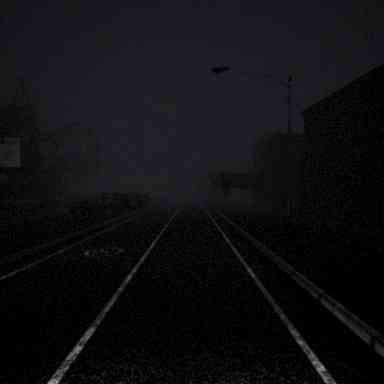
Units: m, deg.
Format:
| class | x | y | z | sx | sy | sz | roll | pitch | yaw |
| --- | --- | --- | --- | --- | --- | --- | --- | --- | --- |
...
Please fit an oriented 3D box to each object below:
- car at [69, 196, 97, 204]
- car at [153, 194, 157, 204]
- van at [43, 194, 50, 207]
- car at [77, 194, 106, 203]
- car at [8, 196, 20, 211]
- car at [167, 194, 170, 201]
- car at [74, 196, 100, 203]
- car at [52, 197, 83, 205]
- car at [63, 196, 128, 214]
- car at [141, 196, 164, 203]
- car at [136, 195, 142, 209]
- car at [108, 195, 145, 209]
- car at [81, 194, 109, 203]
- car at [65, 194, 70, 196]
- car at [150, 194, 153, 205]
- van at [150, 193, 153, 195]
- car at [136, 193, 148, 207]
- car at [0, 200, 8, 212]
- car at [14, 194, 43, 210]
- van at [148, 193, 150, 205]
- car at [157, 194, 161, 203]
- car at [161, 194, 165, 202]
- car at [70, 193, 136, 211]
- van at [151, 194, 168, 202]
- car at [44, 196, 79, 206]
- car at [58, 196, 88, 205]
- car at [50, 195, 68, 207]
| class | x | y | z | sx | sy | sz | roll | pitch | yaw |
| --- | --- | --- | --- | --- | --- | --- | --- | --- | --- |
| car | -21.964 | 1.581 | 67.055 | 5.008 | 1.535 | 2.097 | 0 | 0 | 0 |
| car | -8.866 | 1.501 | 56.052 | 5.008 | 1.535 | 2.097 | 0 | 0 | 0 |
| van | -22.053 | 1.201 | 44.773 | 4.442 | 1.987 | 1.878 | 0 | 0 | 0 |
| car | -21.949 | 1.379 | 72.625 | 5.566 | 2.045 | 2.435 | 0 | -1 | 0 |
| car | -21.937 | 1.427 | 36.423 | 4.674 | 1.452 | 2.002 | 0 | 0 | 0 |
| car | -8.917 | 1.770 | 86.884 | 5.008 | 1.535 | 2.097 | 0 | -1 | 0 |
| car | -21.971 | 1.644 | 69.715 | 4.674 | 1.452 | 2.002 | 0 | 0 | 0 |
| car | -21.926 | 1.549 | 58.700 | 4.792 | 1.488 | 2.163 | 0 | 0 | 0 |
| car | -8.850 | 1.377 | 30.827 | 4.892 | 1.521 | 2.231 | 0 | 0 | 0 |
| car | -8.933 | 1.689 | 75.671 | 4.792 | 1.488 | 2.163 | 0 | -1 | 0 |
| car | -8.861 | 1.397 | 39.232 | 4.892 | 1.521 | 2.231 | 0 | 0 | 0 |
| car | -8.826 | 1.301 | 44.839 | 4.553 | 1.767 | 2.185 | 0 | 0 | 0 |
| car | -21.954 | 1.405 | 75.287 | 5.566 | 2.045 | 2.435 | 0 | -1 | 0 |
| car | -21.761 | 1.479 | 53.129 | 5.366 | 1.575 | 1.946 | 0 | 0 | 0 |
| car | -8.857 | 1.465 | 50.446 | 4.892 | 1.521 | 2.231 | 0 | 0 | 0 |
| van | -8.983 | 1.256 | 53.250 | 4.442 | 1.987 | 1.878 | 0 | 0 | 0 |
| car | -8.884 | 1.160 | 42.039 | 5.566 | 2.045 | 2.435 | 0 | 0 | 0 |
| car | -21.940 | 1.379 | 33.636 | 5.008 | 1.535 | 2.097 | 0 | 0 | 0 |
| car | -21.905 | 1.286 | 41.992 | 4.553 | 1.767 | 2.185 | 0 | 0 | 0 |
| van | -8.744 | 1.219 | 47.644 | 4.442 | 1.987 | 1.878 | 0 | 0 | 0 |
| car | -8.904 | 1.268 | 58.857 | 5.566 | 2.045 | 2.435 | 0 | 0 | 0 |
| car | -8.889 | 1.605 | 70.068 | 5.008 | 1.535 | 2.097 | 0 | -1 | 0 |
| car | -8.884 | 1.129 | 33.628 | 5.566 | 2.045 | 2.435 | 0 | 0 | 0 |
| van | -8.810 | 1.572 | 89.689 | 4.442 | 1.987 | 1.878 | 0 | -1 | 0 |
| car | -21.945 | 1.501 | 55.915 | 5.008 | 1.535 | 2.097 | 0 | 0 | 0 |
| car | -21.989 | 1.568 | 61.485 | 4.792 | 1.488 | 2.163 | 0 | 0 | 0 |
| car | -21.941 | 1.504 | 50.344 | 4.674 | 1.452 | 2.002 | 0 | 0 | 0 |
